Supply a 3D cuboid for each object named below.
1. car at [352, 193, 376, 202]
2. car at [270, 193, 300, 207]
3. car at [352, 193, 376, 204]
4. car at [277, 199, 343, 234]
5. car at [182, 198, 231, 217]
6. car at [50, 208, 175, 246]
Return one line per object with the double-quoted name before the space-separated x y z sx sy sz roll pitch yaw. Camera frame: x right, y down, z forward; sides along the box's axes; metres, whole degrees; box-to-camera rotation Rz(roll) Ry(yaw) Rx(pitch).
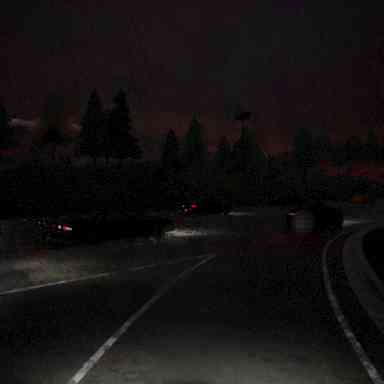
"car" 30.243 0.936 58.481 4.902 1.511 2.128 -1 1 -41
"car" 11.937 0.951 42.182 4.553 1.767 2.097 -1 1 -41
"car" 25.859 1.003 49.809 5.008 1.535 1.882 0 0 -41
"car" 6.794 1.317 18.151 2.128 1.511 4.902 0 0 38
"car" 1.259 1.257 28.084 4.674 1.442 1.812 0 1 -41
"car" -3.324 1.406 14.699 5.357 1.411 2.033 -1 1 -41
